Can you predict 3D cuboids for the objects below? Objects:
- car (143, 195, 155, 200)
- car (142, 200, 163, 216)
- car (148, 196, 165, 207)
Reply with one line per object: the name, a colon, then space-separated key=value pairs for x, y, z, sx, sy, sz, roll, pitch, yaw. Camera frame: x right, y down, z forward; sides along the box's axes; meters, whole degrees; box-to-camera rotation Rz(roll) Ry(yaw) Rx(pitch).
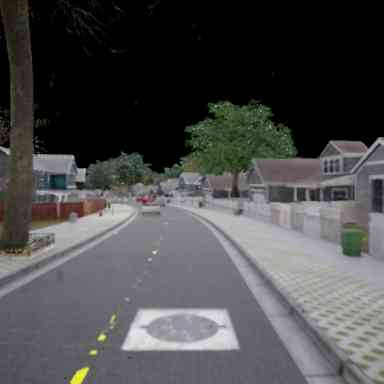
car: x=-8.805 y=1.670 z=69.258 sx=2.150 sy=2.045 sz=5.566 roll=-1 pitch=-1 yaw=-18
car: x=-4.413 y=1.792 z=35.809 sx=1.895 sy=1.301 sz=4.718 roll=0 pitch=0 yaw=-7
car: x=-5.999 y=1.922 z=59.073 sx=2.033 sy=1.411 sz=5.357 roll=0 pitch=-1 yaw=-15
